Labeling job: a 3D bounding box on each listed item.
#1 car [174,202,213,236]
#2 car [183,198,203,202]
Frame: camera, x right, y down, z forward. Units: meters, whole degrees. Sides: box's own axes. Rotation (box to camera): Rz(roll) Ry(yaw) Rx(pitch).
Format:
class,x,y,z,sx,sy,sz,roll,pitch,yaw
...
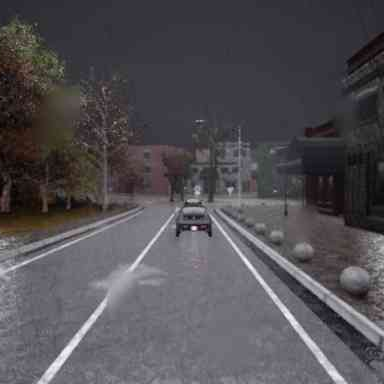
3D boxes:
class,x,y,z,sx,sy,sz,roll,pitch,yaw
car,0.090,1.472,18.077,1.837,1.490,4.892,0,0,0
car,0.138,1.358,33.858,1.882,1.535,5.008,0,1,1
